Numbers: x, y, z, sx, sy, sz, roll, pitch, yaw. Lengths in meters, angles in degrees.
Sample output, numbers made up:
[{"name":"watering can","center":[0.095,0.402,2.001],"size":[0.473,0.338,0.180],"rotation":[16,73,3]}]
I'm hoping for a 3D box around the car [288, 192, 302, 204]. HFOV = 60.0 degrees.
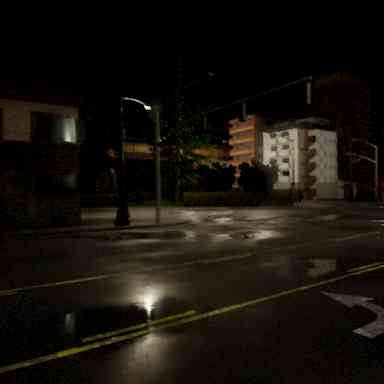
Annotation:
[{"name":"car","center":[13.592,0.822,48.214],"size":[2.097,1.767,4.553],"rotation":[-1,1,-35]}]
